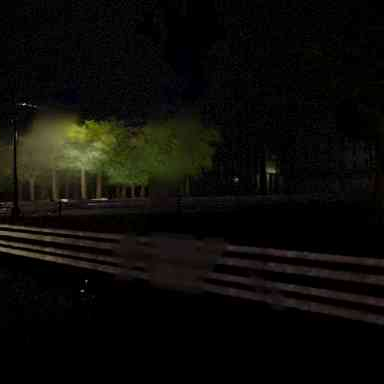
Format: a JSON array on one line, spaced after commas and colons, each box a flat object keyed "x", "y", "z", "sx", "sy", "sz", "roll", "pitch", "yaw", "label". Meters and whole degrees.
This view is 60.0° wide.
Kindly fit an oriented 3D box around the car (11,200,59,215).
[{"x": -16.157, "y": 1.568, "z": 34.368, "sx": 4.792, "sy": 1.488, "sz": 2.163, "roll": -2, "pitch": -1, "yaw": 4, "label": "car"}]
